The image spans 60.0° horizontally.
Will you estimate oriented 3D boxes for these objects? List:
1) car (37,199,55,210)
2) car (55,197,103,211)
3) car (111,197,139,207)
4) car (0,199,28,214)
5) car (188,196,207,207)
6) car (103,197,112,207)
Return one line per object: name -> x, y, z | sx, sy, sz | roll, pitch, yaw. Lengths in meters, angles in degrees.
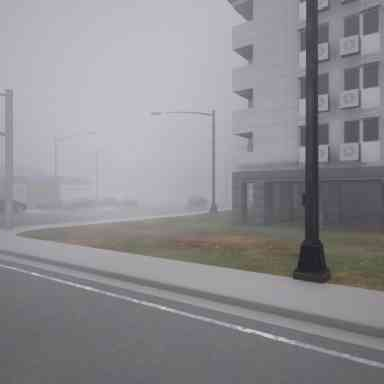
car -> -17.577, 1.564, 42.491 | 1.994, 1.385, 4.181 | 0, 0, 31
car -> -14.061, 1.491, 41.573 | 2.128, 1.511, 4.902 | 0, 0, 30
car -> -9.930, 1.601, 50.862 | 1.895, 1.301, 4.718 | 0, 0, 16
car -> -19.362, 1.478, 33.714 | 1.882, 1.535, 5.008 | 0, 0, 36
car -> 0.862, 1.352, 50.156 | 2.097, 1.767, 4.553 | 0, 0, 15
car -> -13.356, 1.477, 51.663 | 1.882, 1.535, 5.008 | 0, 0, 16
